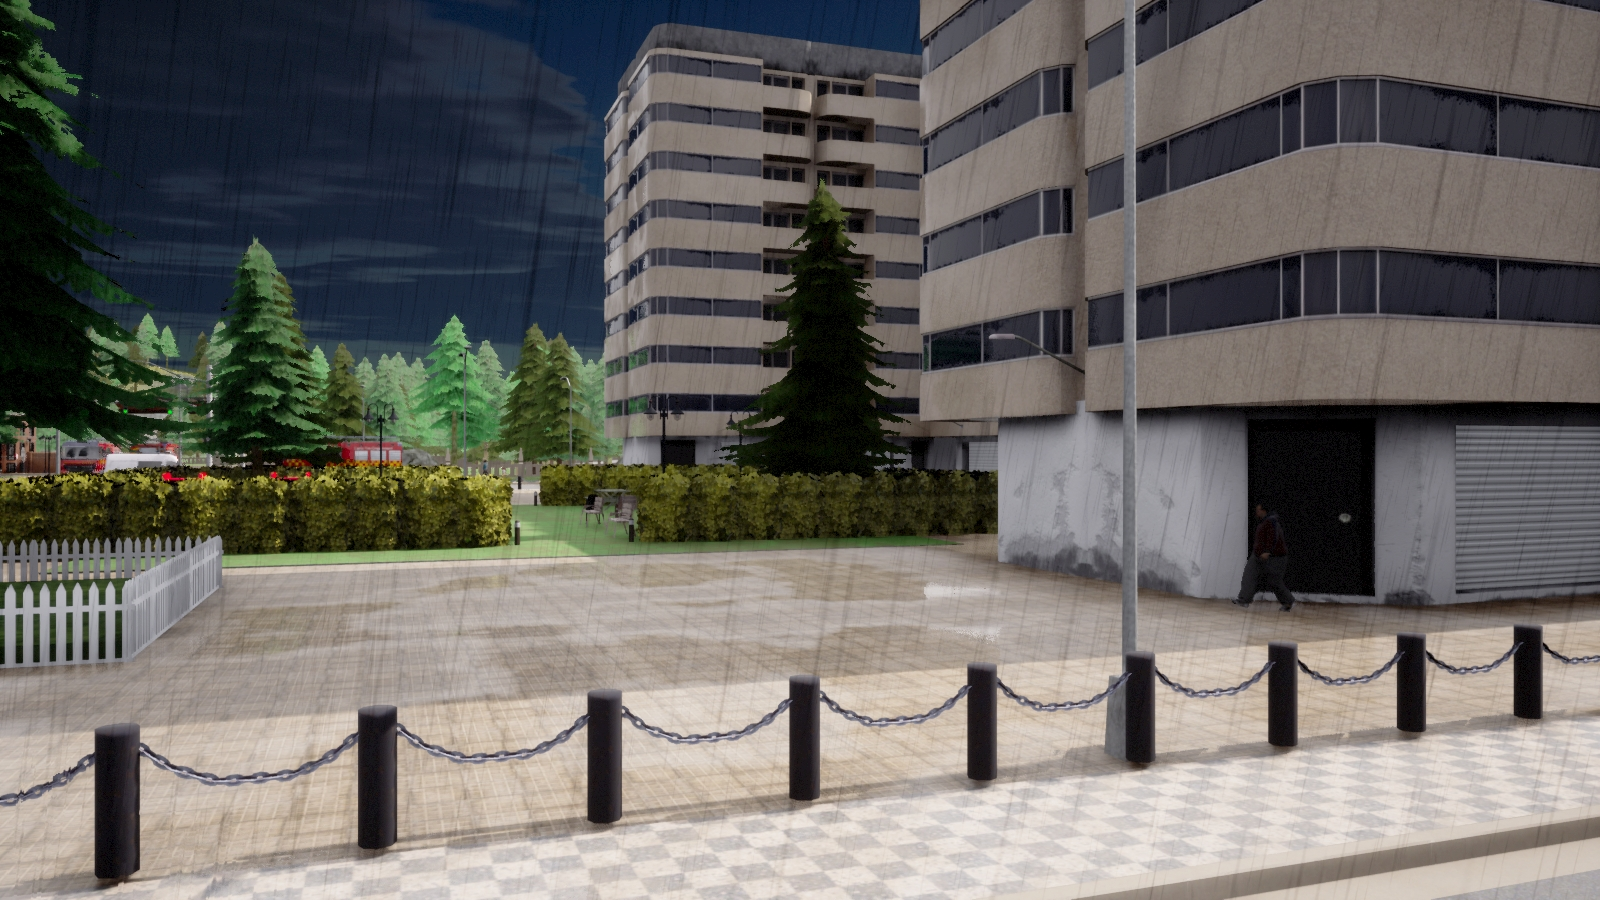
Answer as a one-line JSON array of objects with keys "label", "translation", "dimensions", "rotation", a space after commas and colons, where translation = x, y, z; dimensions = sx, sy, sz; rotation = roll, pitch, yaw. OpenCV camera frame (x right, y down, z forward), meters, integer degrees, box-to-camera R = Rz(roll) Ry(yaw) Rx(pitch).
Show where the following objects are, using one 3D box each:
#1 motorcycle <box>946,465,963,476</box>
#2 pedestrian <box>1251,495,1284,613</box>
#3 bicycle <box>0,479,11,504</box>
[{"label": "motorcycle", "translation": [16.084, 2.131, 119.009], "dimensions": [0.803, 1.199, 2.033], "rotation": [0, 0, -20]}, {"label": "pedestrian", "translation": [7.554, 1.672, 18.474], "dimensions": [0.375, 1.860, 0.375], "rotation": [0, 0, 0]}, {"label": "bicycle", "translation": [-41.737, 2.158, 59.484], "dimensions": [0.859, 1.276, 1.487], "rotation": [0, 0, -27]}]
